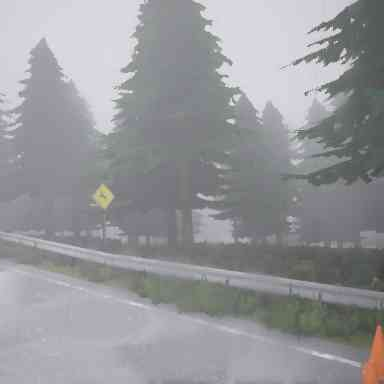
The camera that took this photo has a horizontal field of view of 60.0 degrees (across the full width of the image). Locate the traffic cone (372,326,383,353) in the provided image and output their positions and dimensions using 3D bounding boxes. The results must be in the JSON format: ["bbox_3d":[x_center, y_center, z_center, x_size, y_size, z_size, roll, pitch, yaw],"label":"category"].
[{"bbox_3d":[2.323,1.956,4.120,0.340,0.580,0.340,0,0,34],"label":"traffic cone"}]

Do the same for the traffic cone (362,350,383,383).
[{"bbox_3d":[1.777,1.956,3.286,0.340,0.580,0.340,0,0,34],"label":"traffic cone"}]
